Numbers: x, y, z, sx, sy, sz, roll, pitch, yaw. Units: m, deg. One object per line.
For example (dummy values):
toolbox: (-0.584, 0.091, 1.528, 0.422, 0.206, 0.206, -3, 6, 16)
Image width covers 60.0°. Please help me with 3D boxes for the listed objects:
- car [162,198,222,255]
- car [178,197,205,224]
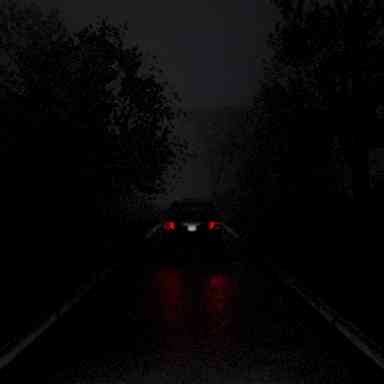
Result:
car: (0.000, 1.354, 14.005, 2.150, 2.045, 5.566, 0, 0, 0)
car: (-0.066, 1.500, 29.004, 2.150, 2.045, 5.566, 0, 0, 0)
